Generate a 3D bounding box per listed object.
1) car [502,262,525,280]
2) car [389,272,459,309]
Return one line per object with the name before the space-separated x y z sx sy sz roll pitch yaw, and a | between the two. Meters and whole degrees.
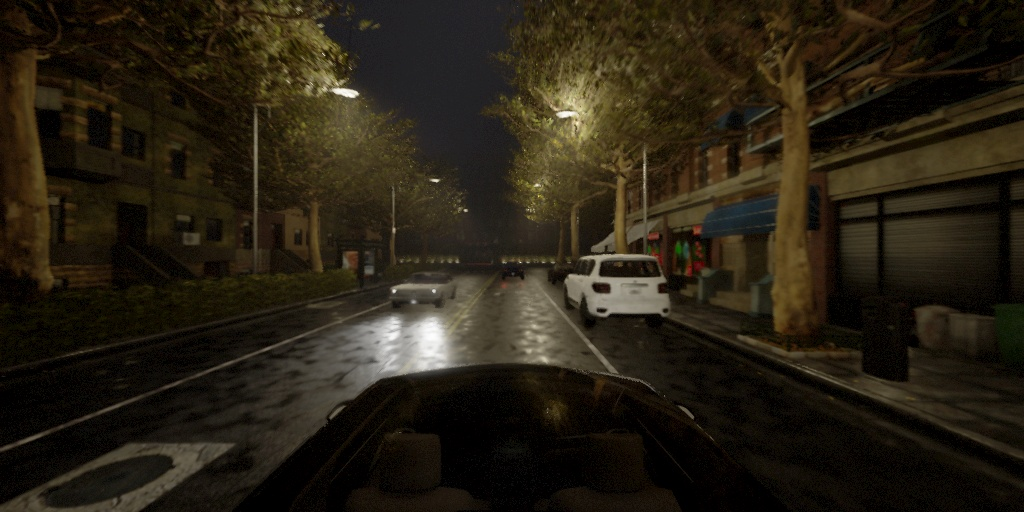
car | 0.096 1.257 31.039 1.812 1.442 4.674 0 0 0
car | -3.506 1.341 15.036 1.895 1.301 4.718 0 0 0
